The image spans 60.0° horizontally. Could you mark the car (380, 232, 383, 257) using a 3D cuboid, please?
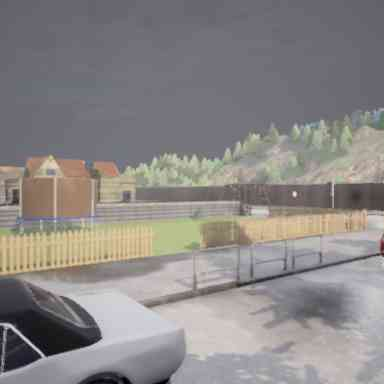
[{"bbox_3d":[8.119,1.218,10.276,5.566,2.045,2.150,0,0,-34],"label":"car"}]

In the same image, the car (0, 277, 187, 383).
[{"bbox_3d":[-2.467,1.601,2.844,4.718,1.301,1.895,0,0,-35],"label":"car"}]
